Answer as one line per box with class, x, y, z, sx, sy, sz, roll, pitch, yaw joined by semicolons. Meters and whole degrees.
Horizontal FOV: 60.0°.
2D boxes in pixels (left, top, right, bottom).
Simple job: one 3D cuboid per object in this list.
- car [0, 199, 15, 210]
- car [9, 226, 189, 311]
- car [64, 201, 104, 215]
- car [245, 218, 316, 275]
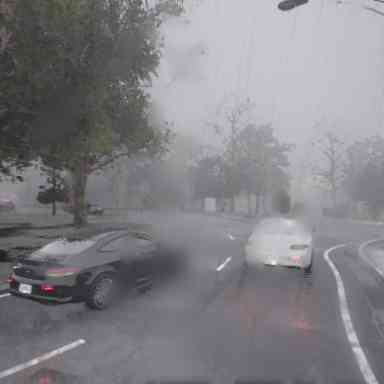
car;-24.530;1.579;42.656;4.674;1.442;1.812;0;0;35
car;-1.824;1.547;7.891;1.812;1.442;4.674;1;0;29
car;-11.186;1.633;34.381;4.181;1.385;1.994;0;0;26
car;2.929;1.569;10.733;1.812;1.442;4.674;0;0;20
